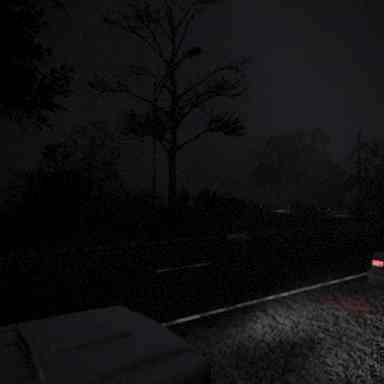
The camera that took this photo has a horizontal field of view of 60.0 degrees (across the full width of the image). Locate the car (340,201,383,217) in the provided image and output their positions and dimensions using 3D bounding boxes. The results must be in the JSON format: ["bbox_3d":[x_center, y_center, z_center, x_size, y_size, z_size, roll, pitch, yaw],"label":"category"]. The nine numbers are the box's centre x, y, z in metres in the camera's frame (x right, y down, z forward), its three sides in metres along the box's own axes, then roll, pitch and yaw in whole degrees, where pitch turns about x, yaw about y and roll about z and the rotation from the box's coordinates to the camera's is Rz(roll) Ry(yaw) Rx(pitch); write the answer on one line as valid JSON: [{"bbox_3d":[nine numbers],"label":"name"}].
[{"bbox_3d":[18.011,1.729,34.848,2.128,1.511,4.902,0,0,-30],"label":"car"}]

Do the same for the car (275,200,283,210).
[{"bbox_3d":[11.250,1.830,47.263,2.033,1.411,5.357,0,-1,-27],"label":"car"}]

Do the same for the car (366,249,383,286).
[{"bbox_3d":[6.434,1.615,8.157,5.357,1.411,2.033,0,0,-34],"label":"car"}]

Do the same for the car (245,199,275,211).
[{"bbox_3d":[8.490,1.732,45.049,1.882,1.535,5.008,0,-1,-27],"label":"car"}]

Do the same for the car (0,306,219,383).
[{"bbox_3d":[-2.084,1.597,2.226,4.718,1.301,1.895,0,0,-36],"label":"car"}]

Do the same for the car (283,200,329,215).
[{"bbox_3d":[12.852,1.724,36.830,1.837,1.490,4.892,0,0,-28],"label":"car"}]
